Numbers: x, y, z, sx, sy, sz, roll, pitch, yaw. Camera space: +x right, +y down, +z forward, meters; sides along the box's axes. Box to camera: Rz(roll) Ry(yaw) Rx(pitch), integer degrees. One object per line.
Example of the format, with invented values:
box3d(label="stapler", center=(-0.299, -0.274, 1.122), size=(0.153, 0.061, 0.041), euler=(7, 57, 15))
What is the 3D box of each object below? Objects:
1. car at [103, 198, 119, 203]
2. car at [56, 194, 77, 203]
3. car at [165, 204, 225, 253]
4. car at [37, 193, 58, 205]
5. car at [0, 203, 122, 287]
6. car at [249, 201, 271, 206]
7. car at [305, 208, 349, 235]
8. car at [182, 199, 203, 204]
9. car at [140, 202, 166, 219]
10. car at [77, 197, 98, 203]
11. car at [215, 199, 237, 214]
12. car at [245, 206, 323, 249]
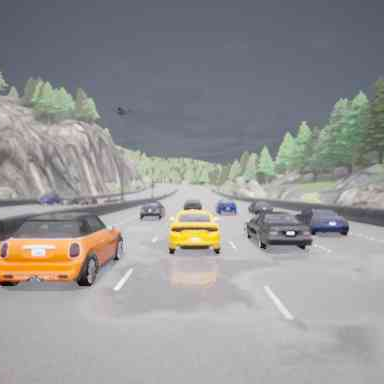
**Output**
box3d(label="car", center=(-14.064, 1.649, 57.779), size=(1.895, 1.301, 4.718), euler=(0, 0, 1))
box3d(label="car", center=(-21.058, 1.541, 57.579), size=(2.128, 1.511, 4.902), euler=(0, 0, 0))
box3d(label="car", center=(0.093, 1.489, 13.877), size=(1.882, 1.535, 5.008), euler=(0, 0, 0))
box3d(label="car", center=(-24.545, 1.270, 57.272), size=(2.150, 2.045, 5.566), euler=(0, 0, 0))
box3d(label="car", center=(-3.409, 1.361, 9.511), size=(2.097, 1.767, 4.553), euler=(0, 0, 0))
box3d(label="car", center=(7.084, 1.591, 34.527), size=(1.994, 1.385, 4.181), euler=(0, 0, 0))
box3d(label="car", center=(7.091, 1.579, 18.785), size=(1.994, 1.385, 4.181), euler=(0, 0, 0))
box3d(label="car", center=(0.085, 1.532, 34.161), size=(1.837, 1.490, 4.892), euler=(0, 0, 0))
box3d(label="car", center=(-3.413, 1.572, 29.480), size=(2.033, 1.411, 5.357), euler=(0, 0, 0))
box3d(label="car", center=(-17.564, 1.612, 57.110), size=(1.994, 1.385, 4.181), euler=(0, 0, 0))
box3d(label="car", center=(3.585, 1.506, 35.561), size=(1.882, 1.535, 5.008), euler=(0, 0, 0))
box3d(label="car", center=(3.594, 1.559, 14.656), size=(2.033, 1.411, 5.357), euler=(0, 0, 0))
